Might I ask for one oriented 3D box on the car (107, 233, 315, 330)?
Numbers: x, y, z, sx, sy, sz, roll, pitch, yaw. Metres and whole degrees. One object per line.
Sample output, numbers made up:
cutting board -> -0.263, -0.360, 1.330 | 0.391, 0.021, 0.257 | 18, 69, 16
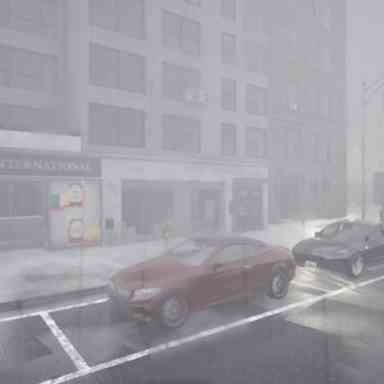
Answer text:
car -> 0.404, 1.566, 6.816 | 4.206, 1.307, 1.802 | 0, 0, -35

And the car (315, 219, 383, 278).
car -> 4.906, 1.529, 10.019 | 4.313, 1.339, 1.947 | 0, 0, -35
